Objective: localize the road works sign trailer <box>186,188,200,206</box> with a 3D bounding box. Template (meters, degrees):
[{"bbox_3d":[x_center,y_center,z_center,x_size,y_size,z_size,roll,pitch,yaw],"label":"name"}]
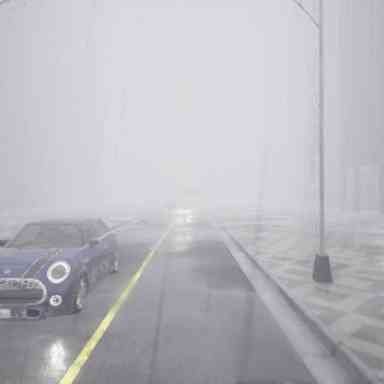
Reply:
[{"bbox_3d":[-0.008,0.937,66.319,2.380,3.560,2.880,0,0,0],"label":"road works sign trailer"}]

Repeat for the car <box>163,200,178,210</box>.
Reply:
[{"bbox_3d":[-3.085,1.880,48.663,2.033,1.411,5.357,0,0,0],"label":"car"}]

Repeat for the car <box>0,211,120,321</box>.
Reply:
[{"bbox_3d":[-3.102,1.397,7.652,2.097,1.767,4.553,0,0,0],"label":"car"}]
